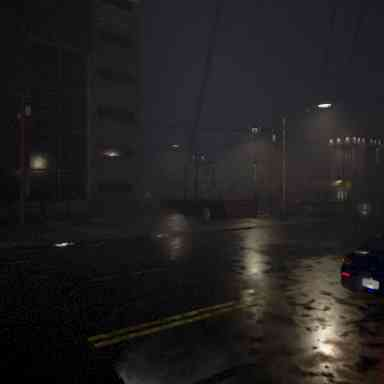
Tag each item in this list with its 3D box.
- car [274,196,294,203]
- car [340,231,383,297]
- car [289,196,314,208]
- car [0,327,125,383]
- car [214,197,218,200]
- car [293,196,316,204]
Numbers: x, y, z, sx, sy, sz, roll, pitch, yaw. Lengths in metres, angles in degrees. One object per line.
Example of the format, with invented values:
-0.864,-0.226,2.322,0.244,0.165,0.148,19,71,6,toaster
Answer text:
19.097,1.503,68.998,3.806,1.475,1.970,0,0,-36,car
5.206,1.533,7.502,4.674,1.442,1.812,0,0,-35,car
15.083,1.290,45.938,4.553,1.767,2.185,0,0,-36,car
-2.956,1.546,1.643,5.357,1.411,2.033,0,0,-35,car
4.353,1.609,60.516,4.718,1.301,1.895,0,0,-36,car
22.001,1.470,64.995,4.674,1.452,2.002,0,0,-36,car
